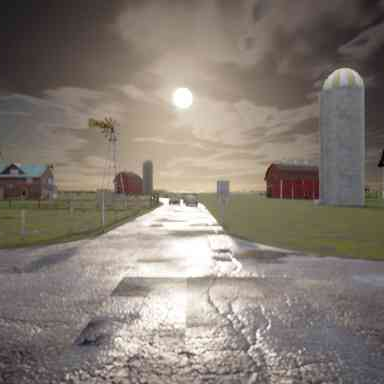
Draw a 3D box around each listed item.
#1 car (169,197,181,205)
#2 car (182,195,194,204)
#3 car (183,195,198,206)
[{"bbox_3d":[-3.019,1.504,58.105,1.994,1.385,4.181,0,0,-2],"label":"car"},{"bbox_3d":[-0.748,1.432,64.117,1.837,1.490,4.892,0,0,-6],"label":"car"},{"bbox_3d":[-0.080,1.440,54.009,2.128,1.511,4.902,0,0,-2],"label":"car"}]
